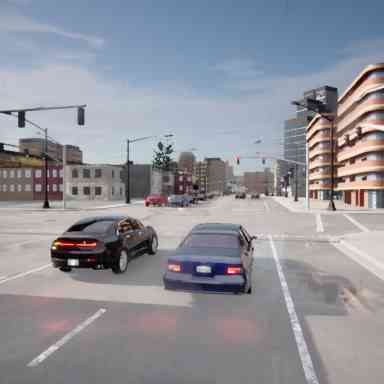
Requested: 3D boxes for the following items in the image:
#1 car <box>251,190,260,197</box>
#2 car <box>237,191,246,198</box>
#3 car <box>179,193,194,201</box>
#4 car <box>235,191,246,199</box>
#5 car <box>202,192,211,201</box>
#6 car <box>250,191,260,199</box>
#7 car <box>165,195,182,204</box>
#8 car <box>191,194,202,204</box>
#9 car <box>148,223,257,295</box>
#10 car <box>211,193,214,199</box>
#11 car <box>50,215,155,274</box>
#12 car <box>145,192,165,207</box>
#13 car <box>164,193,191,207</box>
[{"bbox_3d":[16.344,0.464,85.607,2.097,1.767,4.553,0,1,11],"label":"car"},{"bbox_3d":[12.988,0.552,86.681,2.097,1.767,4.553,0,1,11],"label":"car"},{"bbox_3d":[-1.133,1.073,69.256,2.033,1.411,5.357,0,1,11],"label":"car"},{"bbox_3d":[11.094,0.902,77.029,1.994,1.385,4.181,0,1,11],"label":"car"},{"bbox_3d":[1.873,1.110,66.531,2.033,1.411,5.357,0,1,12],"label":"car"},{"bbox_3d":[14.341,0.881,75.403,2.128,1.511,4.902,0,1,11],"label":"car"},{"bbox_3d":[-3.253,1.238,58.882,1.812,1.442,4.674,0,1,12],"label":"car"},{"bbox_3d":[-0.188,1.235,56.359,2.128,1.511,4.902,0,1,11],"label":"car"},{"bbox_3d":[0.708,1.547,8.920,2.033,1.411,5.357,0,0,11],"label":"car"},{"bbox_3d":[3.887,0.854,76.658,1.882,1.535,5.008,0,1,11],"label":"car"},{"bbox_3d":[-2.510,1.505,10.664,1.837,1.490,4.892,0,0,11],"label":"car"},{"bbox_3d":[-5.155,1.080,49.324,2.150,2.045,5.566,0,1,11],"label":"car"},{"bbox_3d":[-1.947,1.223,47.448,2.097,1.767,4.553,0,1,11],"label":"car"}]
